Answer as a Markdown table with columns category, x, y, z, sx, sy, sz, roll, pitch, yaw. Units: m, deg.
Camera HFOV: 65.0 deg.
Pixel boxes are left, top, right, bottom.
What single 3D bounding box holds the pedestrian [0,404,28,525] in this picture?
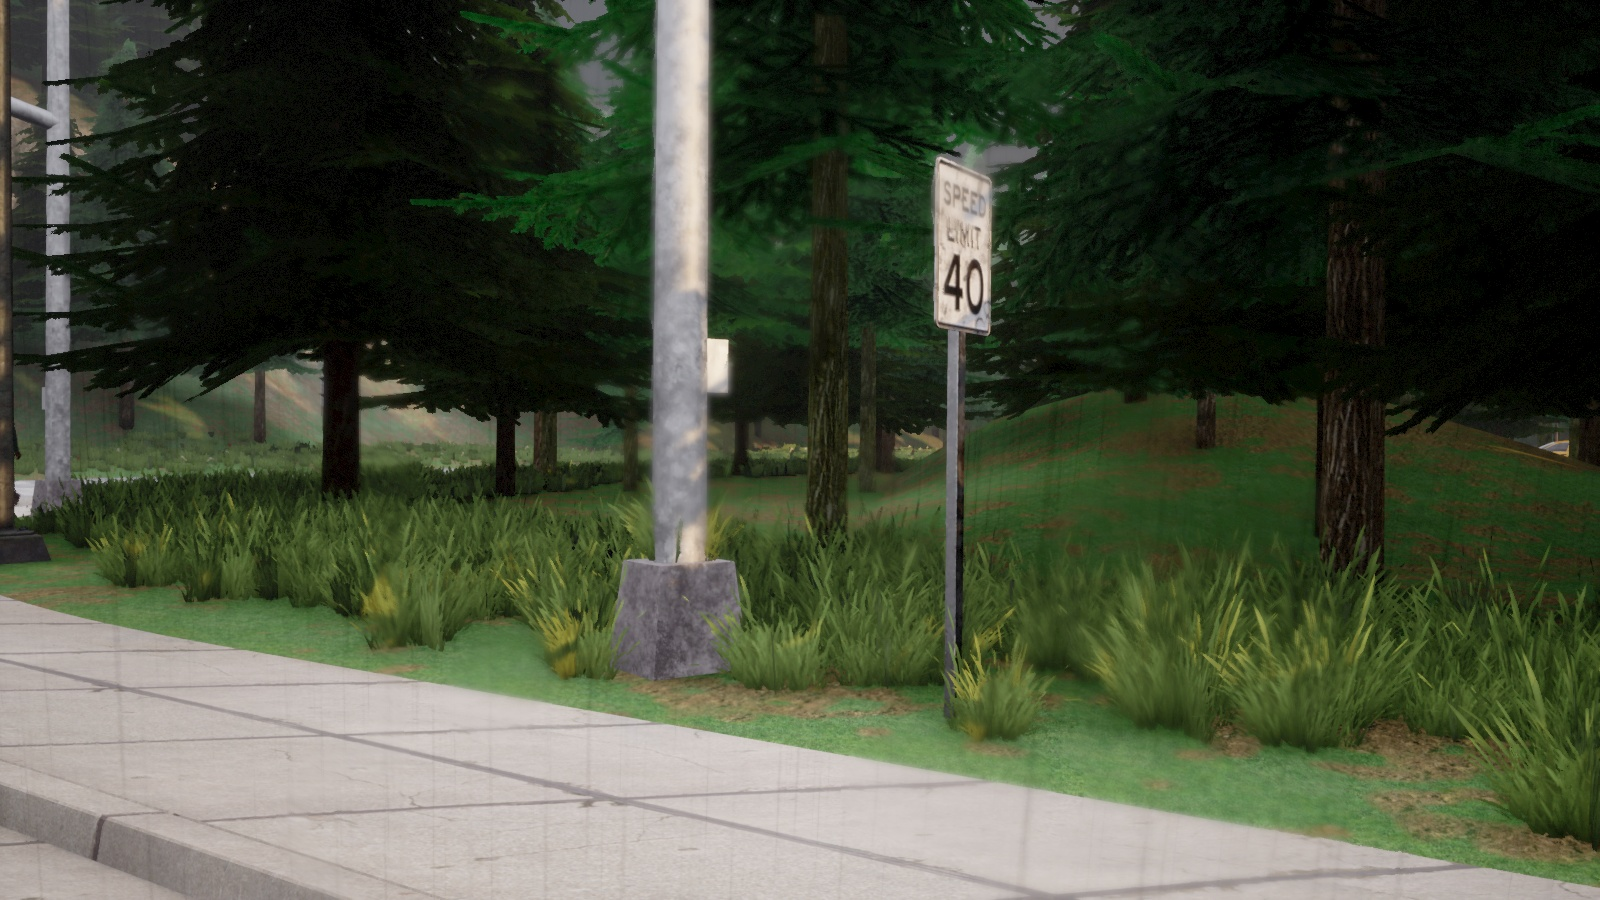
| category | x | y | z | sx | sy | sz | roll | pitch | yaw |
| --- | --- | --- | --- | --- | --- | --- | --- | --- | --- |
| pedestrian | -13.116 | 0.233 | 20.475 | 0.423 | 1.949 | 0.788 | 0 | 1 | 14 |

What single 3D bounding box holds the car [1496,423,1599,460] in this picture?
| category | x | y | z | sx | sy | sz | roll | pitch | yaw |
| --- | --- | --- | --- | --- | --- | --- | --- | --- | --- |
| car | 33.110 | -0.368 | 54.063 | 5.366 | 1.575 | 1.801 | 0 | 1 | 33 |
